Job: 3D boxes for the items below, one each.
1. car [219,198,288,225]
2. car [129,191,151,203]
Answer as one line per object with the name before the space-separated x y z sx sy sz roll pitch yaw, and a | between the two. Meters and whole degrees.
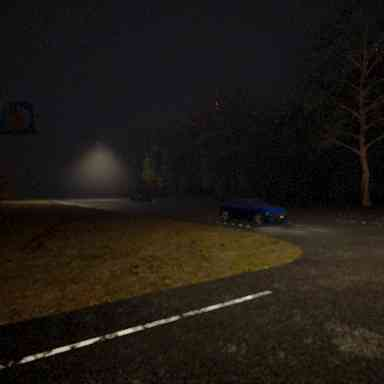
car | 3.777 1.149 21.244 1.882 1.535 5.008 -1 1 -34
car | -8.081 0.705 51.273 2.097 1.767 4.553 -1 1 -34
